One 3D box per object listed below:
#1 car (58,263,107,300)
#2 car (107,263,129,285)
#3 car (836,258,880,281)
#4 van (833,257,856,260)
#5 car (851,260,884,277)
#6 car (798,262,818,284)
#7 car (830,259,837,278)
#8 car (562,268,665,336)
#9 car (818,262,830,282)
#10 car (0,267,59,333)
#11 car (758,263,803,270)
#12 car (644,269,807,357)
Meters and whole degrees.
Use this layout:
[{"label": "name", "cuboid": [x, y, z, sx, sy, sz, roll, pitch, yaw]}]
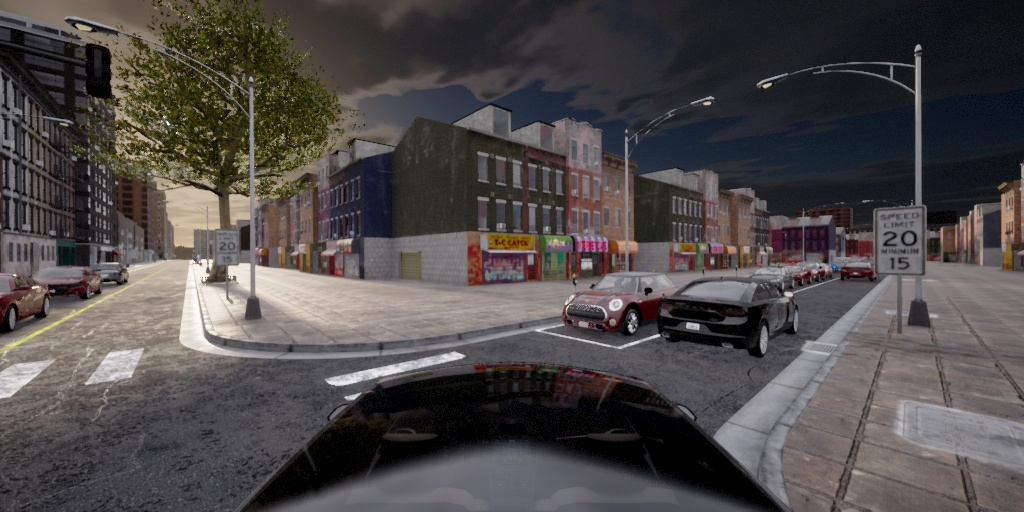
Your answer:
[{"label": "car", "cuboid": [-21.258, 1.226, 17.079, 1.882, 1.535, 5.008, 0, 0, -42]}, {"label": "car", "cuboid": [-28.463, 1.234, 25.135, 2.128, 1.511, 4.902, 0, 0, -42]}, {"label": "car", "cuboid": [28.474, 1.206, 29.421, 5.008, 1.535, 1.882, 0, 0, -41]}, {"label": "van", "cuboid": [39.614, 1.069, 43.075, 3.998, 1.789, 1.690, 0, 0, -42]}, {"label": "car", "cuboid": [35.987, 1.217, 36.251, 4.902, 1.511, 2.128, 0, 0, -42]}, {"label": "car", "cuboid": [19.426, 1.282, 24.891, 4.507, 1.381, 1.888, 0, 0, -42]}, {"label": "car", "cuboid": [27.375, 1.257, 32.051, 4.829, 1.417, 1.751, 0, 0, -42]}, {"label": "car", "cuboid": [3.277, 1.194, 10.344, 4.097, 1.591, 1.967, 0, 0, -42]}, {"label": "car", "cuboid": [23.464, 1.174, 28.528, 4.097, 1.591, 1.967, 0, 0, -42]}, {"label": "car", "cuboid": [-14.921, 1.234, 10.016, 1.882, 1.535, 5.008, 0, 0, -42]}, {"label": "car", "cuboid": [15.389, 1.291, 21.254, 4.403, 1.370, 2.007, 0, 0, -42]}, {"label": "car", "cuboid": [5.390, 1.227, 8.699, 5.008, 1.535, 1.882, 0, 0, -42]}]
